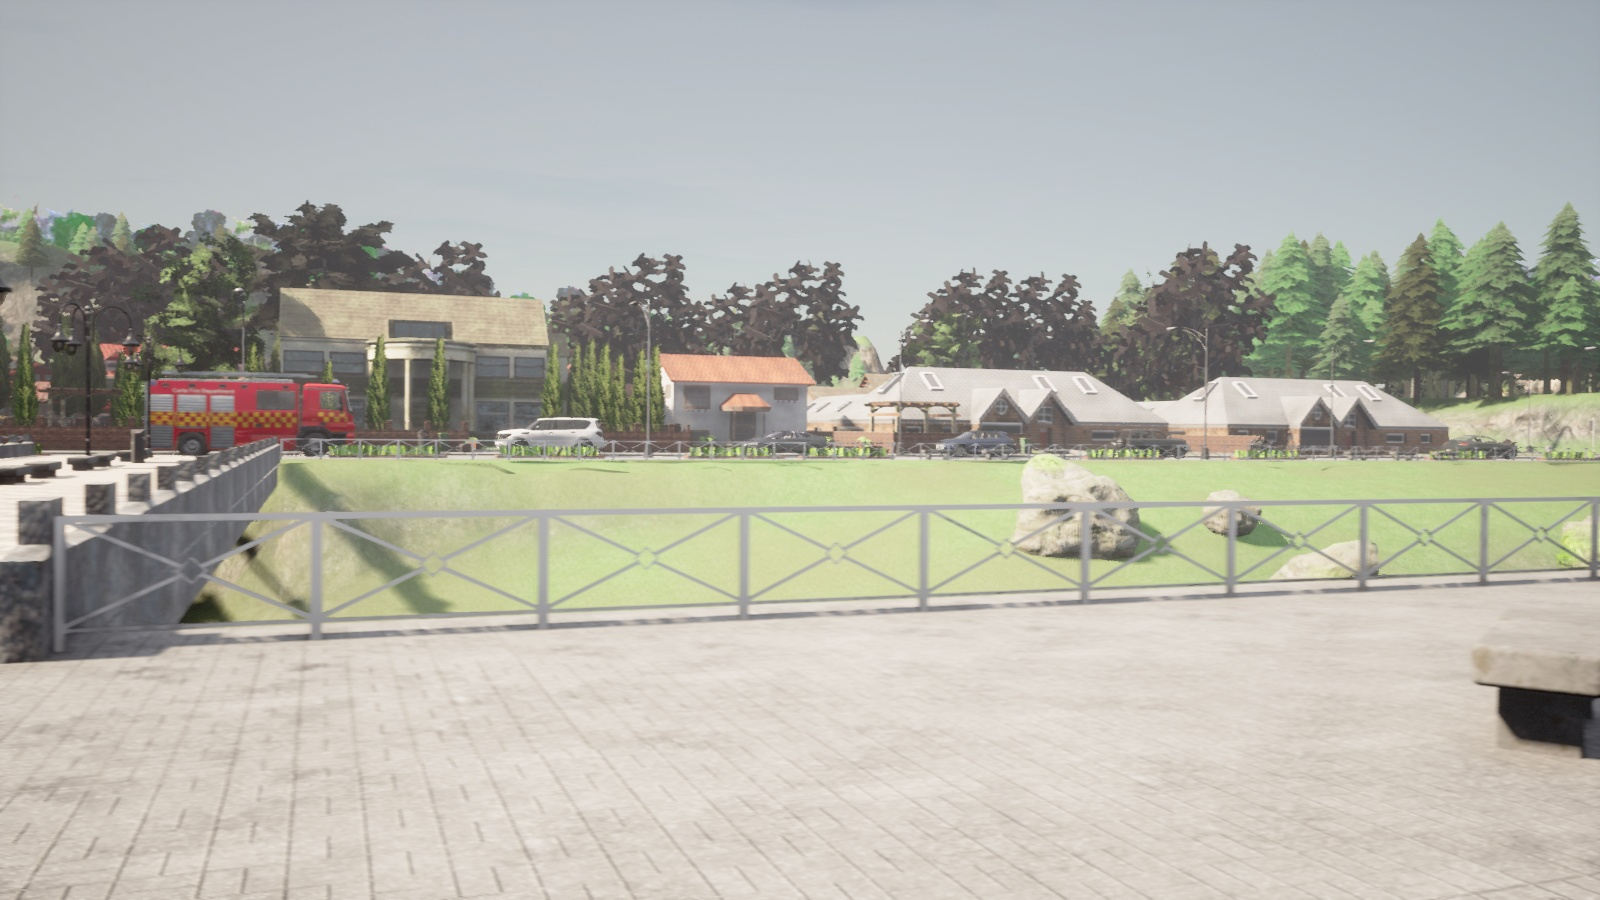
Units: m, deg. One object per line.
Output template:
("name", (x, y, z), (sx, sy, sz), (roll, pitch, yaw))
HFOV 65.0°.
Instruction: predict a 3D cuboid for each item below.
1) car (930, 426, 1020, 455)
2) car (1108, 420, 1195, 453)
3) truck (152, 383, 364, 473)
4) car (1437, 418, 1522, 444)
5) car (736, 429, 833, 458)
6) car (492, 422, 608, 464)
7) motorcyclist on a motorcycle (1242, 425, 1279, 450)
("car", (10.264, -0.581, 73.634), (4.856, 1.649, 2.033), (-1, 1, -21))
("car", (20.497, -0.798, 73.237), (4.605, 1.855, 1.932), (-1, 1, -21))
("truck", (-24.106, -1.022, 56.302), (8.468, 3.827, 2.891), (-1, 1, -21))
("car", (44.541, -1.245, 82.360), (5.027, 1.651, 2.152), (-1, 1, -21))
("car", (-0.867, -0.366, 69.410), (4.902, 1.511, 2.128), (-1, 1, -21))
("car", (-12.917, -0.398, 64.836), (5.566, 2.045, 2.150), (-1, 1, -21))
("motorcyclist on a motorcycle", (29.694, -0.806, 81.011), (2.191, 1.530, 0.866), (-1, 1, -21))
